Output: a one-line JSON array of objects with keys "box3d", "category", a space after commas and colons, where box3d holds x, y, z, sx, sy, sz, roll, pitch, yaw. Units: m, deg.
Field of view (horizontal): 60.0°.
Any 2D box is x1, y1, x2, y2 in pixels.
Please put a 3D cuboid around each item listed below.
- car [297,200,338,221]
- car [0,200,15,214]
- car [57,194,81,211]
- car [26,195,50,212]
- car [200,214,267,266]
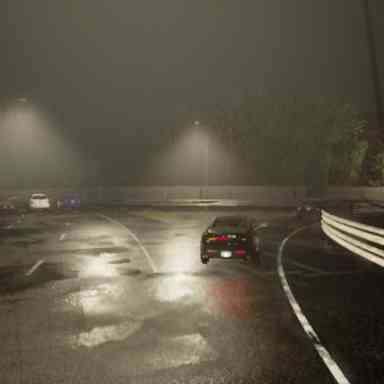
[{"box3d": [10.808, 1.423, 28.427, 2.097, 1.767, 4.553, 0, 0, 42], "category": "car"}, {"box3d": [-20.560, 1.635, 36.610, 2.033, 1.411, 5.357, 0, 0, -30], "category": "car"}, {"box3d": [-15.544, 1.322, 41.847, 2.150, 2.045, 5.566, 0, 0, -30], "category": "car"}, {"box3d": [-18.723, 1.318, 40.378, 2.150, 2.045, 5.566, 0, 0, -30], "category": "car"}, {"box3d": [1.553, 1.534, 11.830, 1.837, 1.490, 4.892, -1, 0, 14], "category": "car"}]
